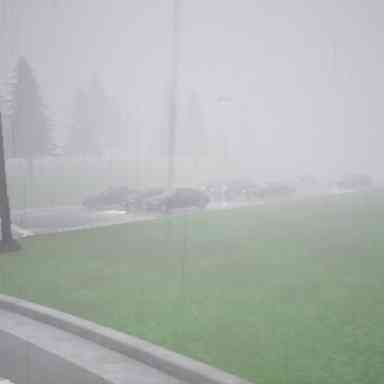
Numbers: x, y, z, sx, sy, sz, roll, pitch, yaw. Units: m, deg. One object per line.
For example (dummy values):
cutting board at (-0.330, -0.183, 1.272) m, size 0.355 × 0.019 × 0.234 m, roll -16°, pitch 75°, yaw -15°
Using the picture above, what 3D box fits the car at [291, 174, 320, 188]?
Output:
car at (13.439, -1.435, 41.205) m, size 4.553 × 1.767 × 2.097 m, roll -5°, pitch 4°, yaw -38°

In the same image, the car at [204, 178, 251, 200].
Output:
car at (3.685, -0.356, 28.979) m, size 4.553 × 1.767 × 2.097 m, roll -5°, pitch 4°, yaw -38°

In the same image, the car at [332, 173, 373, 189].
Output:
car at (17.371, -1.181, 35.394) m, size 5.008 × 1.535 × 1.882 m, roll -6°, pitch 4°, yaw -38°

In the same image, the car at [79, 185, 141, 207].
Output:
car at (-7.129, 0.264, 29.311) m, size 4.892 × 1.490 × 1.837 m, roll -5°, pitch 4°, yaw -38°

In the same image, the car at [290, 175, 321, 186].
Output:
car at (16.375, -1.672, 47.974) m, size 4.718 × 1.301 × 1.895 m, roll -5°, pitch 4°, yaw -38°

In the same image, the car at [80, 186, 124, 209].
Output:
car at (-6.121, 0.397, 25.645) m, size 4.902 × 1.511 × 2.128 m, roll -5°, pitch 4°, yaw -38°

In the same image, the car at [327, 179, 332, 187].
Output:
car at (18.476, -1.387, 40.728) m, size 4.718 × 1.301 × 1.895 m, roll -5°, pitch 4°, yaw -38°

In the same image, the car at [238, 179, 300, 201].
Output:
car at (6.181, -0.090, 26.501) m, size 4.718 × 1.301 × 1.895 m, roll -5°, pitch 4°, yaw -38°

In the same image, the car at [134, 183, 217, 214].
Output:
car at (-0.926, 0.450, 20.836) m, size 4.674 × 1.442 × 1.812 m, roll -5°, pitch 4°, yaw -38°

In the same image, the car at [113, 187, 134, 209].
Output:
car at (-3.037, 0.436, 23.629) m, size 4.181 × 1.385 × 1.994 m, roll -5°, pitch 4°, yaw -38°

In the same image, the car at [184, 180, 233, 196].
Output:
car at (1.863, -0.471, 36.465) m, size 5.357 × 1.411 × 2.033 m, roll -5°, pitch 4°, yaw -38°
